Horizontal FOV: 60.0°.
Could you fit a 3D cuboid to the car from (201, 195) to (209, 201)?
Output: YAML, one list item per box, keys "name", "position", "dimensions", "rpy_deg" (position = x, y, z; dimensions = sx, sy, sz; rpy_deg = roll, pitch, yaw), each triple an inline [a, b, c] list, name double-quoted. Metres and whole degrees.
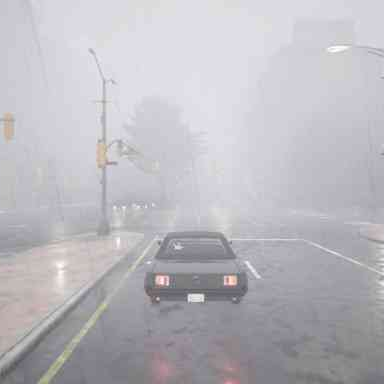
- name: "car"
  position: [3.513, 1.595, 86.971]
  dimensions: [1.895, 1.301, 4.718]
  rpy_deg: [0, 0, 0]

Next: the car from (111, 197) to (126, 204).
- name: "car"
  position: [-14.740, 1.595, 66.810]
  dimensions: [1.895, 1.301, 4.718]
  rpy_deg: [0, 0, 0]

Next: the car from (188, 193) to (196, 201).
- name: "car"
  position: [0.013, 1.540, 85.794]
  dimensions: [2.033, 1.411, 5.357]
  rpy_deg: [0, 0, 0]

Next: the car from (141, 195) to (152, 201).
- name: "car"
  position: [-11.487, 1.525, 84.632]
  dimensions: [2.128, 1.511, 4.902]
  rpy_deg: [0, 0, 0]

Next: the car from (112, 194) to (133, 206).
- name: "car"
  position: [-11.580, 1.525, 55.103]
  dimensions: [1.812, 1.442, 4.674]
  rpy_deg: [0, 0, 0]

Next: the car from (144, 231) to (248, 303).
- name: "car"
  position: [0.076, 1.601, 8.154]
  dimensions: [1.895, 1.301, 4.718]
  rpy_deg: [0, 0, 0]

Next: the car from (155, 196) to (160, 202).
- name: "car"
  position: [-8.020, 1.564, 65.737]
  dimensions: [1.994, 1.385, 4.181]
  rpy_deg: [0, 0, 1]

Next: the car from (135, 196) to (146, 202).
- name: "car"
  position: [-11.489, 1.552, 74.399]
  dimensions: [1.994, 1.385, 4.181]
  rpy_deg: [0, 0, 0]

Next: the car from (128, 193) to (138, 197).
- name: "car"
  position: [-11.528, 1.221, 64.515]
  dimensions: [2.150, 2.045, 5.566]
  rpy_deg: [0, 0, 1]

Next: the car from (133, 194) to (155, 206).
- name: "car"
  position: [-8.080, 1.547, 56.501]
  dimensions: [2.033, 1.411, 5.357]
  rpy_deg: [0, 0, 0]
